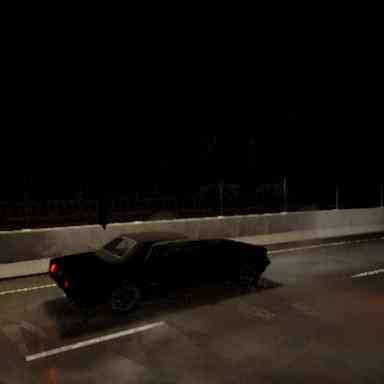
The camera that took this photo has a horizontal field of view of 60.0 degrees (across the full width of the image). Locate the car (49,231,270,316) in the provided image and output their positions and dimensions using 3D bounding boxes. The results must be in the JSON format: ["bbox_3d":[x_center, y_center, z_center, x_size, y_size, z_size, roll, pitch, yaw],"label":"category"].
[{"bbox_3d":[-0.517,1.543,7.400,4.718,1.301,1.895,-1,1,-32],"label":"car"}]
